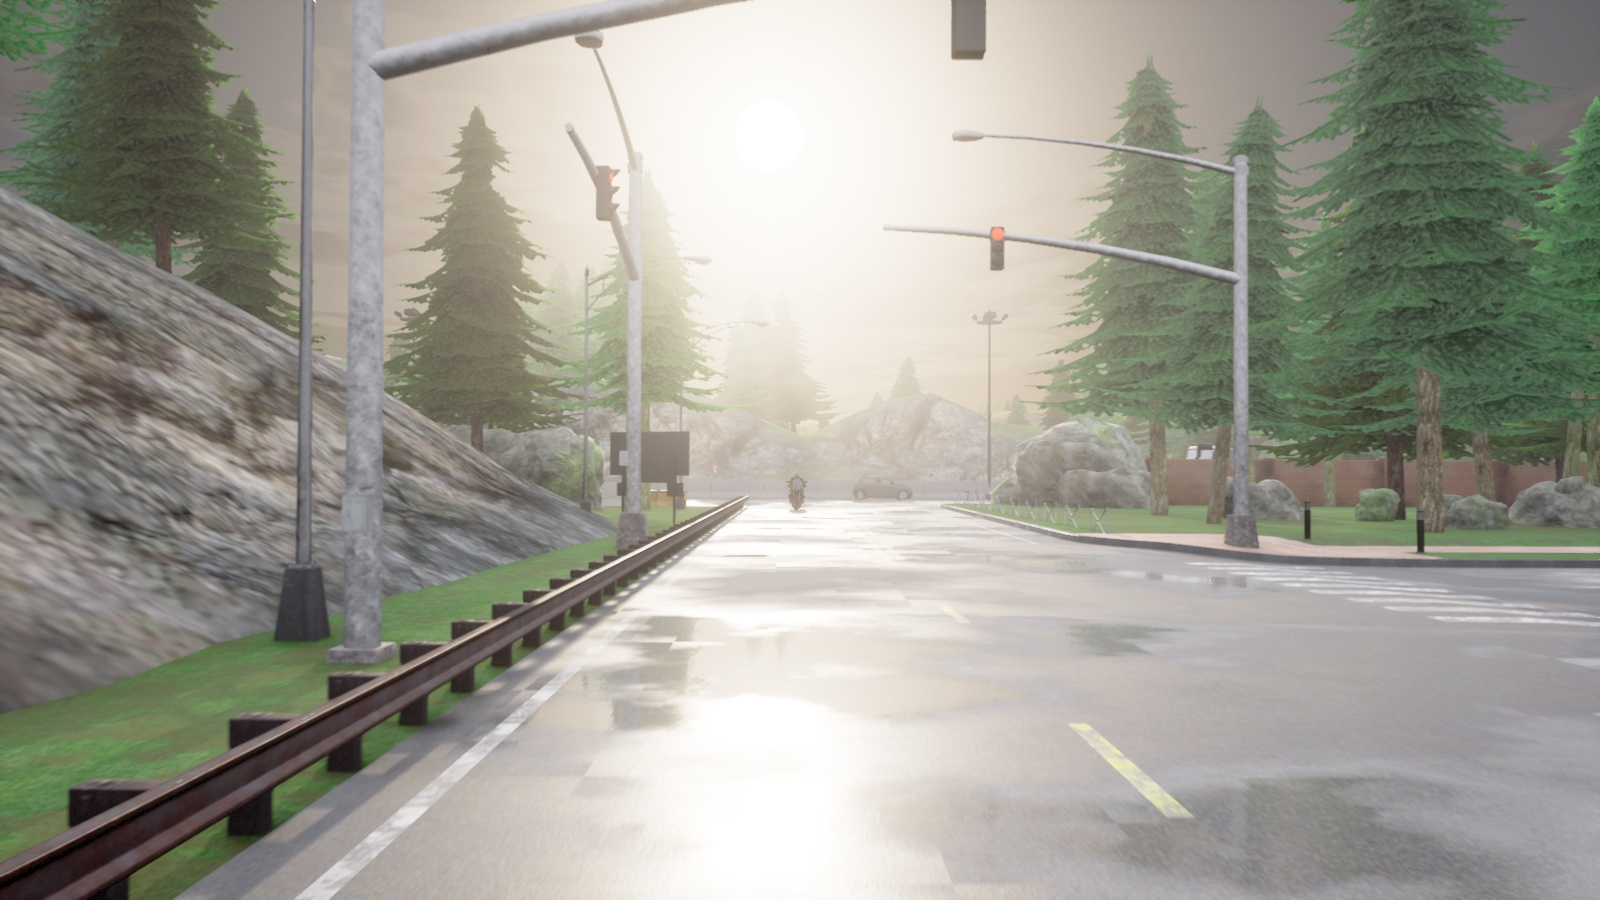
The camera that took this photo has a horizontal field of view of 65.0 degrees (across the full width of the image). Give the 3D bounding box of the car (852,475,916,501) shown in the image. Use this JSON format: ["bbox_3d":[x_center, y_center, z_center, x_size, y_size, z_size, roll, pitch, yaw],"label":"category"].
[{"bbox_3d":[4.978,2.256,74.781,3.633,1.501,1.845,0,-1,-1],"label":"car"}]

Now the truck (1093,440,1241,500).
[{"bbox_3d":[21.845,1.198,75.002,7.936,3.462,2.891,0,-1,-1],"label":"truck"}]

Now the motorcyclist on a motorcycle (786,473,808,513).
[{"bbox_3d":[-0.120,1.688,49.971,0.866,1.530,2.191,0,-1,0],"label":"motorcyclist on a motorcycle"}]
